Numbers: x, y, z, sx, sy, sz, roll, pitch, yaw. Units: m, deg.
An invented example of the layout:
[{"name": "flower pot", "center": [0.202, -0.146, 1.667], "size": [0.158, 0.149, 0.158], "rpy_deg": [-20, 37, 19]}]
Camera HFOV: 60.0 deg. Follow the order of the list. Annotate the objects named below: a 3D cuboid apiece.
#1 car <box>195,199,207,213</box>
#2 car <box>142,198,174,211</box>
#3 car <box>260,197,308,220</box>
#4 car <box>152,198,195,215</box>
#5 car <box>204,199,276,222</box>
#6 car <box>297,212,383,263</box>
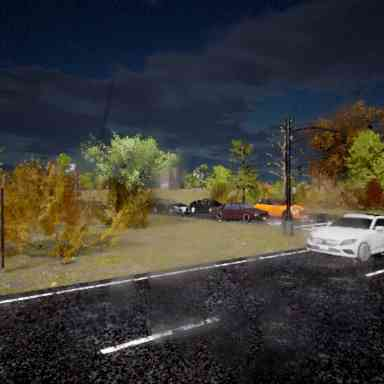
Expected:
[{"name": "car", "center": [1.691, 1.488, 34.529], "size": [1.837, 1.490, 4.892], "rpy_deg": [0, 0, -38]}, {"name": "car", "center": [-4.419, 1.498, 42.306], "size": [1.812, 1.442, 4.674], "rpy_deg": [0, 0, -38]}, {"name": "car", "center": [7.277, 1.345, 27.418], "size": [2.097, 1.767, 4.553], "rpy_deg": [0, 0, -38]}, {"name": "car", "center": [-2.293, 1.493, 34.341], "size": [2.128, 1.511, 4.902], "rpy_deg": [0, 0, -38]}, {"name": "car", "center": [3.723, 1.559, 26.683], "size": [2.033, 1.411, 5.357], "rpy_deg": [0, 0, -38]}, {"name": "car", "center": [6.141, 1.529, 12.077], "size": [4.674, 1.442, 1.812], "rpy_deg": [0, 0, -36]}]
